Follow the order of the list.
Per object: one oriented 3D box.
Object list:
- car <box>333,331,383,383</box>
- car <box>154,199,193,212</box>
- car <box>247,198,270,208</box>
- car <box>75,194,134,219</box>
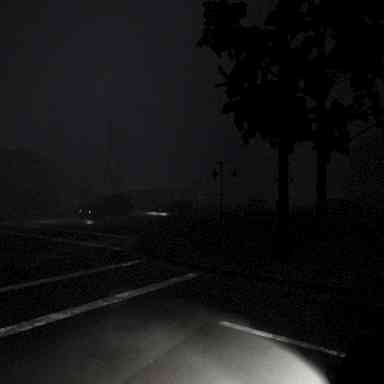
[{"bbox_3d":[2.968,1.564,1.857,4.181,1.385,1.994,0,0,36],"label":"car"},{"bbox_3d":[-1.989,1.547,38.486,2.033,1.411,5.357,0,0,34],"label":"car"},{"bbox_3d":[9.884,1.547,49.548,2.033,1.411,5.357,0,0,32],"label":"car"},{"bbox_3d":[-7.737,1.222,29.985,2.150,2.045,5.566,0,0,35],"label":"car"}]
